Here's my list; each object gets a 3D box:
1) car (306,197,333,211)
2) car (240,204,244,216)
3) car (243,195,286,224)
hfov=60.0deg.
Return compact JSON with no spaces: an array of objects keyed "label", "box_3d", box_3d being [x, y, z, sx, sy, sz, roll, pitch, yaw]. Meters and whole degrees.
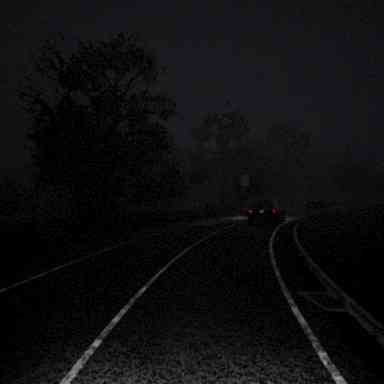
[{"label":"car","box_3d":[15.288,1.347,39.800,1.882,1.535,5.008,-5,-2,40]},{"label":"car","box_3d":[7.034,1.359,34.657,2.150,2.045,5.566,-4,-2,33]},{"label":"car","box_3d":[5.597,1.354,24.555,2.097,1.767,4.553,-2,-1,24]}]
